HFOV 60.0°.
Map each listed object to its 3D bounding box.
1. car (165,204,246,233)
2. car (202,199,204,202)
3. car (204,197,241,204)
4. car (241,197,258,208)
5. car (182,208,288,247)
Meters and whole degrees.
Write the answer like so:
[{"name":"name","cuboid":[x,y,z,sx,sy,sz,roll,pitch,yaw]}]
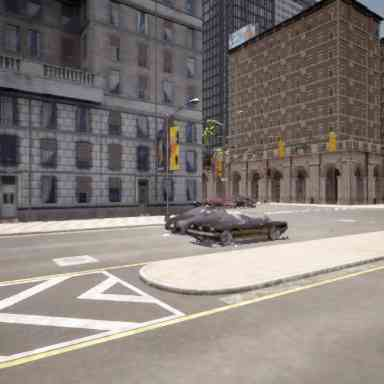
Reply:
[{"name":"car","cuboid":[0.604,1.564,18.396,4.181,1.385,1.994,0,0,-35]},{"name":"car","cuboid":[0.575,1.547,56.561,2.033,1.411,5.357,0,0,-34]},{"name":"car","cuboid":[4.103,1.525,45.390,1.812,1.442,4.674,0,0,-35]},{"name":"car","cuboid":[7.145,1.507,47.145,1.837,1.490,4.892,0,0,-35]},{"name":"car","cuboid":[2.168,1.601,15.221,4.718,1.301,1.895,0,0,-35]}]
